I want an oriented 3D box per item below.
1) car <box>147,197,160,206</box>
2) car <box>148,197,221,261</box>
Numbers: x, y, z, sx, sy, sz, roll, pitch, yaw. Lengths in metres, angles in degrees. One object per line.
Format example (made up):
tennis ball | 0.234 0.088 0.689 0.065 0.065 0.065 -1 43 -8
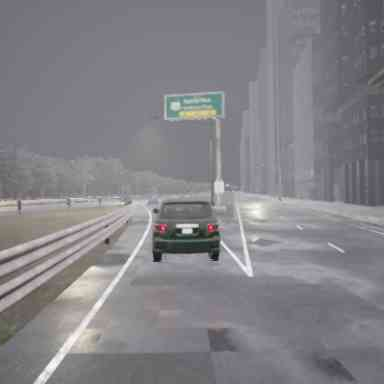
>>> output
car | -6.727 1.550 58.205 2.033 1.411 5.357 -1 0 -8
car | -0.283 1.190 12.362 2.150 2.045 5.566 -1 1 -3
